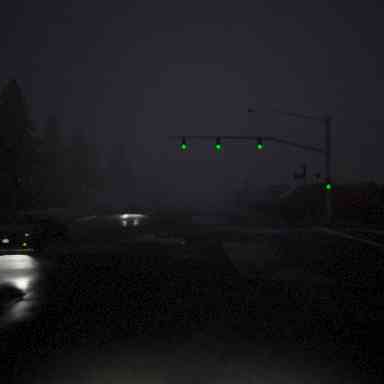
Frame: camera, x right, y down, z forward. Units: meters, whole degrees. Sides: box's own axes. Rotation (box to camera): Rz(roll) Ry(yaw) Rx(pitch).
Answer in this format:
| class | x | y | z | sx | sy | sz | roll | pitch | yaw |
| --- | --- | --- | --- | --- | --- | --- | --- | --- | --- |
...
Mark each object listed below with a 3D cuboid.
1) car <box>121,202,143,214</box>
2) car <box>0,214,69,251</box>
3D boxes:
| class | x | y | z | sx | sy | sz | roll | pitch | yaw |
| --- | --- | --- | --- | --- | --- | --- | --- | --- | --- |
| car | -6.911 | 1.866 | 38.973 | 1.994 | 1.385 | 4.181 | 0 | 0 | 0 |
| car | -6.964 | 1.660 | 14.430 | 1.994 | 1.385 | 4.181 | 0 | -1 | 0 |
